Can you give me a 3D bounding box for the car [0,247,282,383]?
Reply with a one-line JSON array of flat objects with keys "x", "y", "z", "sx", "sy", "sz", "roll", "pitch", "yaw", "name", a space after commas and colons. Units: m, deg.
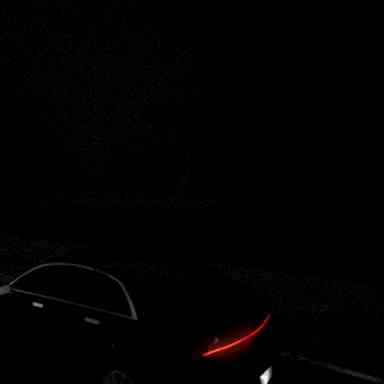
[{"x": -1.266, "y": 1.537, "z": 4.589, "sx": 4.892, "sy": 1.490, "sz": 1.837, "roll": -1, "pitch": 0, "yaw": 35, "name": "car"}]
